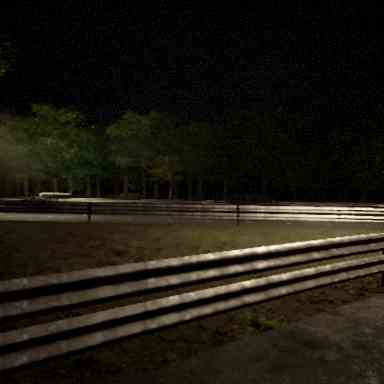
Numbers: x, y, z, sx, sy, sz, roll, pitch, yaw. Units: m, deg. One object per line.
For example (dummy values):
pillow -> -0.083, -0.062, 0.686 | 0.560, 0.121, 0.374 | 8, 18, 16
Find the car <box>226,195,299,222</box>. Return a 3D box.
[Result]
car -> 5.538, 1.256, 26.402 | 5.566, 2.045, 2.150 | 1, -1, 9

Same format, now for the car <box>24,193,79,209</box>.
car -> -14.069, 1.202, 32.861 | 4.553, 1.767, 2.097 | 1, -1, 9

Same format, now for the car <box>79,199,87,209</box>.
car -> -14.159, 1.116, 36.423 | 5.566, 2.045, 2.150 | 0, -1, 9

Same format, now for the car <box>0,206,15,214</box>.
car -> -18.410, 1.226, 29.985 | 4.902, 1.511, 2.128 | 1, -1, 9
